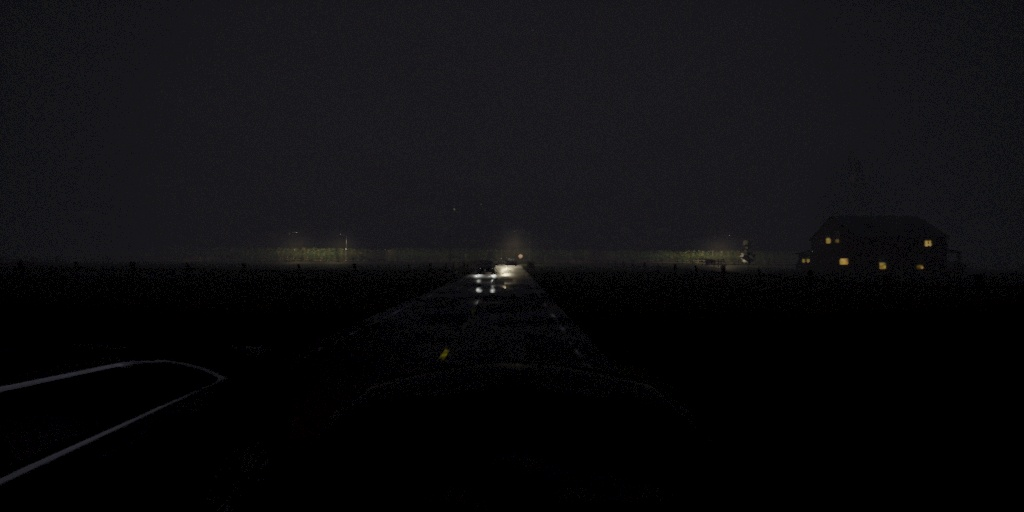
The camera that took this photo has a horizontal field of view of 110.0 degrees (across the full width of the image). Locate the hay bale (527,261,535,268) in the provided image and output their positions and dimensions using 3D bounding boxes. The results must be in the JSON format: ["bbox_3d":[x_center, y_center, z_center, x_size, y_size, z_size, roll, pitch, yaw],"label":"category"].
[{"bbox_3d":[3.124,1.397,59.613,1.220,1.180,1.240,0,0,0],"label":"hay bale"}]

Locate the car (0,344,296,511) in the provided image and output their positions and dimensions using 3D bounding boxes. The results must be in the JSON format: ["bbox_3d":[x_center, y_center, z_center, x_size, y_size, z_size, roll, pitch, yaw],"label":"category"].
[{"bbox_3d":[-2.843,1.241,1.174,2.128,1.511,4.902,0,0,0],"label":"car"}]

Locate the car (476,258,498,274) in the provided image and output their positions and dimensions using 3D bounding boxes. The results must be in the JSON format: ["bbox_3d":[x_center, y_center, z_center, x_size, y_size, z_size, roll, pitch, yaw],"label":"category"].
[{"bbox_3d":[-2.841,1.256,40.312,1.837,1.490,4.892,0,0,0],"label":"car"}]
